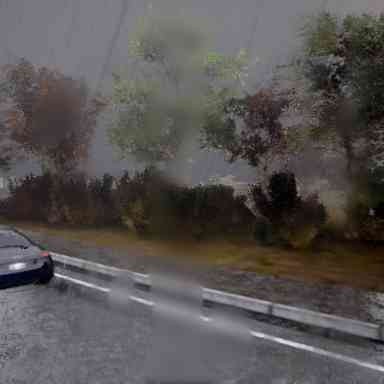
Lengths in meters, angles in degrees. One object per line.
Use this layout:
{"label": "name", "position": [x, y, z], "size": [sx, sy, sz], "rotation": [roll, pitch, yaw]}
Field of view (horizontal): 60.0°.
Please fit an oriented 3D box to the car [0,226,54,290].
{"label": "car", "position": [-5.319, 1.581, 8.501], "size": [4.181, 1.385, 1.994], "rotation": [0, 0, 40]}
